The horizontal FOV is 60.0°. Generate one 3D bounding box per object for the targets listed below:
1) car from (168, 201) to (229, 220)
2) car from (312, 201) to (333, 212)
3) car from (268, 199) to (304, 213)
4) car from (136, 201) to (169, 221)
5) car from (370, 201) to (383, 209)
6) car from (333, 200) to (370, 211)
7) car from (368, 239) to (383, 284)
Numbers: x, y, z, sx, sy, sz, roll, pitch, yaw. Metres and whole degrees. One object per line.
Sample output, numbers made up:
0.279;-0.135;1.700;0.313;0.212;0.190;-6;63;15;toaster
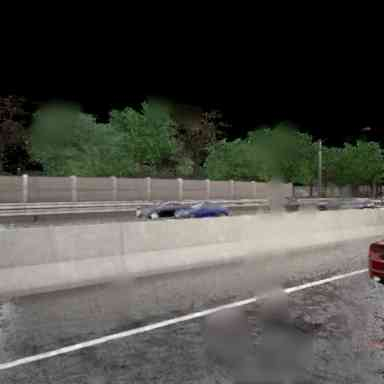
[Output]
0.815;1.530;26.005;4.674;1.442;1.812;0;0;-35;car
15.159;1.630;36.136;4.718;1.301;1.895;0;0;-35;car
10.500;1.527;37.041;4.892;1.490;1.837;0;0;-36;car
-2.266;1.494;27.246;4.902;1.511;2.128;0;0;-38;car
18.197;1.553;29.715;4.674;1.442;1.812;0;0;-35;car
16.296;1.533;32.655;4.892;1.490;1.837;0;0;-35;car
6.353;1.479;8.259;5.008;1.535;1.882;0;0;-35;car
